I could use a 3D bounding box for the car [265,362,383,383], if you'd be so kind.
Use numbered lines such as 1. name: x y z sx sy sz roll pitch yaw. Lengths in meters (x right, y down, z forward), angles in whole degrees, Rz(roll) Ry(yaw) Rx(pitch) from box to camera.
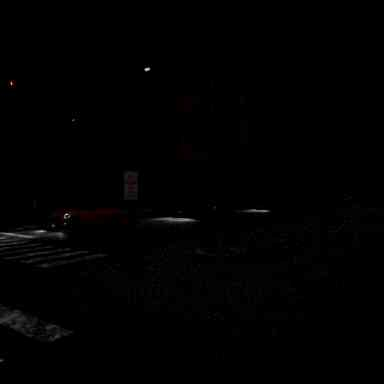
1. car: 2.194 1.551 1.277 4.403 1.369 2.008 0 0 36

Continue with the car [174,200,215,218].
1. car: 0.327 1.542 30.931 1.837 1.490 4.892 0 0 35

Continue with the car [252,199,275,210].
1. car: 9.585 1.638 43.934 1.994 1.385 4.181 0 0 36

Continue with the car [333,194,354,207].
1. car: 24.099 1.347 52.878 2.150 2.045 5.566 0 0 35

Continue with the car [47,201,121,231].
1. car: -6.704 1.370 21.012 2.097 1.767 4.553 0 0 35
